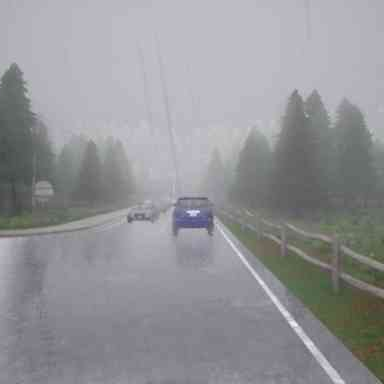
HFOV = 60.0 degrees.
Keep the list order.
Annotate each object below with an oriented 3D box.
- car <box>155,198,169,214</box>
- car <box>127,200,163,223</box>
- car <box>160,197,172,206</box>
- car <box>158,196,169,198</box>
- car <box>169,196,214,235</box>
[{"bbox_3d":[-3.764,1.606,35.652,1.994,1.385,4.181,0,0,-1],"label":"car"},{"bbox_3d":[-3.666,1.594,25.695,1.994,1.385,4.181,0,0,2],"label":"car"},{"bbox_3d":[-4.312,1.599,56.030,1.812,1.442,4.674,0,0,-2],"label":"car"},{"bbox_3d":[-4.026,1.414,45.896,2.097,1.767,4.553,0,0,-2],"label":"car"},{"bbox_3d":[0.055,1.243,19.220,2.150,2.045,5.566,0,0,0],"label":"car"}]
